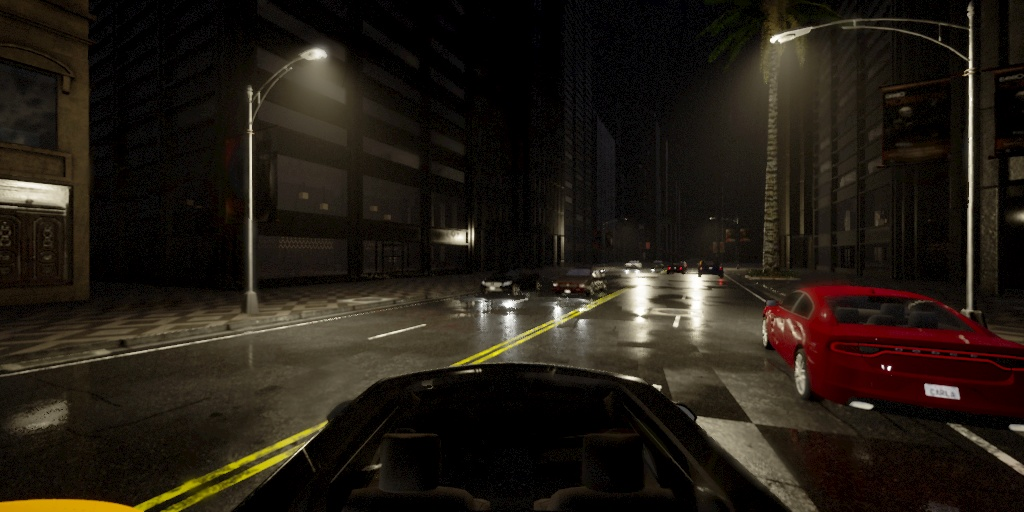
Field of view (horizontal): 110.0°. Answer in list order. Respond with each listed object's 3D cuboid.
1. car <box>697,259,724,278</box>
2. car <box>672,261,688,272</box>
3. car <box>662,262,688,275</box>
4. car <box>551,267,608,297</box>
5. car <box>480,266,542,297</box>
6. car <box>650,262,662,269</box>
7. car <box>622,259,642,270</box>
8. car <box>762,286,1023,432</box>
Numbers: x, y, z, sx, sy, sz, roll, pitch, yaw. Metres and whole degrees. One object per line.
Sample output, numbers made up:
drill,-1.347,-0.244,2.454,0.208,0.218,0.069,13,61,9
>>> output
car,19.292,1.150,34.930,2.097,1.767,4.553,0,0,27
car,23.541,1.427,50.250,1.895,1.301,4.718,0,0,27
car,18.652,1.354,40.752,2.033,1.411,5.357,0,0,27
car,3.881,1.318,19.593,2.033,1.411,5.357,0,0,27
car,0.109,1.295,19.363,1.812,1.442,4.674,0,0,27
car,23.357,1.406,57.369,1.994,1.385,4.181,0,0,28
car,19.045,1.436,56.124,1.895,1.301,4.718,0,0,27
car,5.514,1.232,5.854,1.882,1.535,5.008,0,0,27
